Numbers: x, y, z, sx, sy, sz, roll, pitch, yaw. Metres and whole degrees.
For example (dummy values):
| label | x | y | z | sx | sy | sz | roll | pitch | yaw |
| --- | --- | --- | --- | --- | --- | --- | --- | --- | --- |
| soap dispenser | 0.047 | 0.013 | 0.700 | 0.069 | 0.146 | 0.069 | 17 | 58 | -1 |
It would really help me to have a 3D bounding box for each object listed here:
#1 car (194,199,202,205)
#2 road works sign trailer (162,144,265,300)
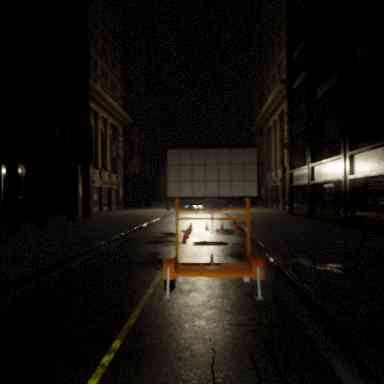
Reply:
| label | x | y | z | sx | sy | sz | roll | pitch | yaw |
| --- | --- | --- | --- | --- | --- | --- | --- | --- | --- |
| car | 1.410 | 2.521 | 82.034 | 2.128 | 1.511 | 4.902 | -1 | -1 | 3 |
| road works sign trailer | 0.523 | 0.566 | 8.671 | 2.380 | 3.560 | 2.880 | -1 | -1 | 3 |
